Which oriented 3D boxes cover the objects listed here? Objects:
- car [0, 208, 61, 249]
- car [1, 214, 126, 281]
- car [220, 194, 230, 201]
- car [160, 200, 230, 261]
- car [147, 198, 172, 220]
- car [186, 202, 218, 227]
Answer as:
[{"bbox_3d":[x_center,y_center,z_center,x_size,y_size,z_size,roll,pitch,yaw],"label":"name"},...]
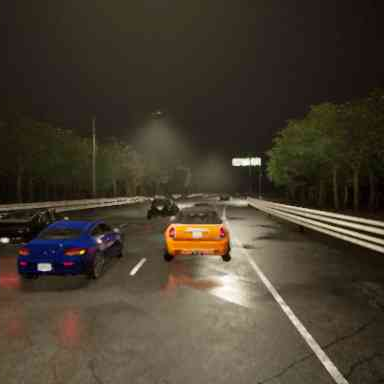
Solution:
[{"bbox_3d":[-6.580,1.471,14.273,1.837,1.490,4.892,0,0,2],"label":"car"},{"bbox_3d":[-3.228,1.505,9.708,1.812,1.442,4.674,0,0,1],"label":"car"},{"bbox_3d":[7.722,1.209,77.257,2.097,1.767,4.553,0,0,11],"label":"car"},{"bbox_3d":[0.237,1.333,12.413,2.097,1.767,4.553,0,0,2],"label":"car"},{"bbox_3d":[-2.333,1.306,27.781,2.097,1.767,4.553,0,0,4],"label":"car"},{"bbox_3d":[0.780,1.513,23.872,2.033,1.411,5.357,0,0,4],"label":"car"}]
